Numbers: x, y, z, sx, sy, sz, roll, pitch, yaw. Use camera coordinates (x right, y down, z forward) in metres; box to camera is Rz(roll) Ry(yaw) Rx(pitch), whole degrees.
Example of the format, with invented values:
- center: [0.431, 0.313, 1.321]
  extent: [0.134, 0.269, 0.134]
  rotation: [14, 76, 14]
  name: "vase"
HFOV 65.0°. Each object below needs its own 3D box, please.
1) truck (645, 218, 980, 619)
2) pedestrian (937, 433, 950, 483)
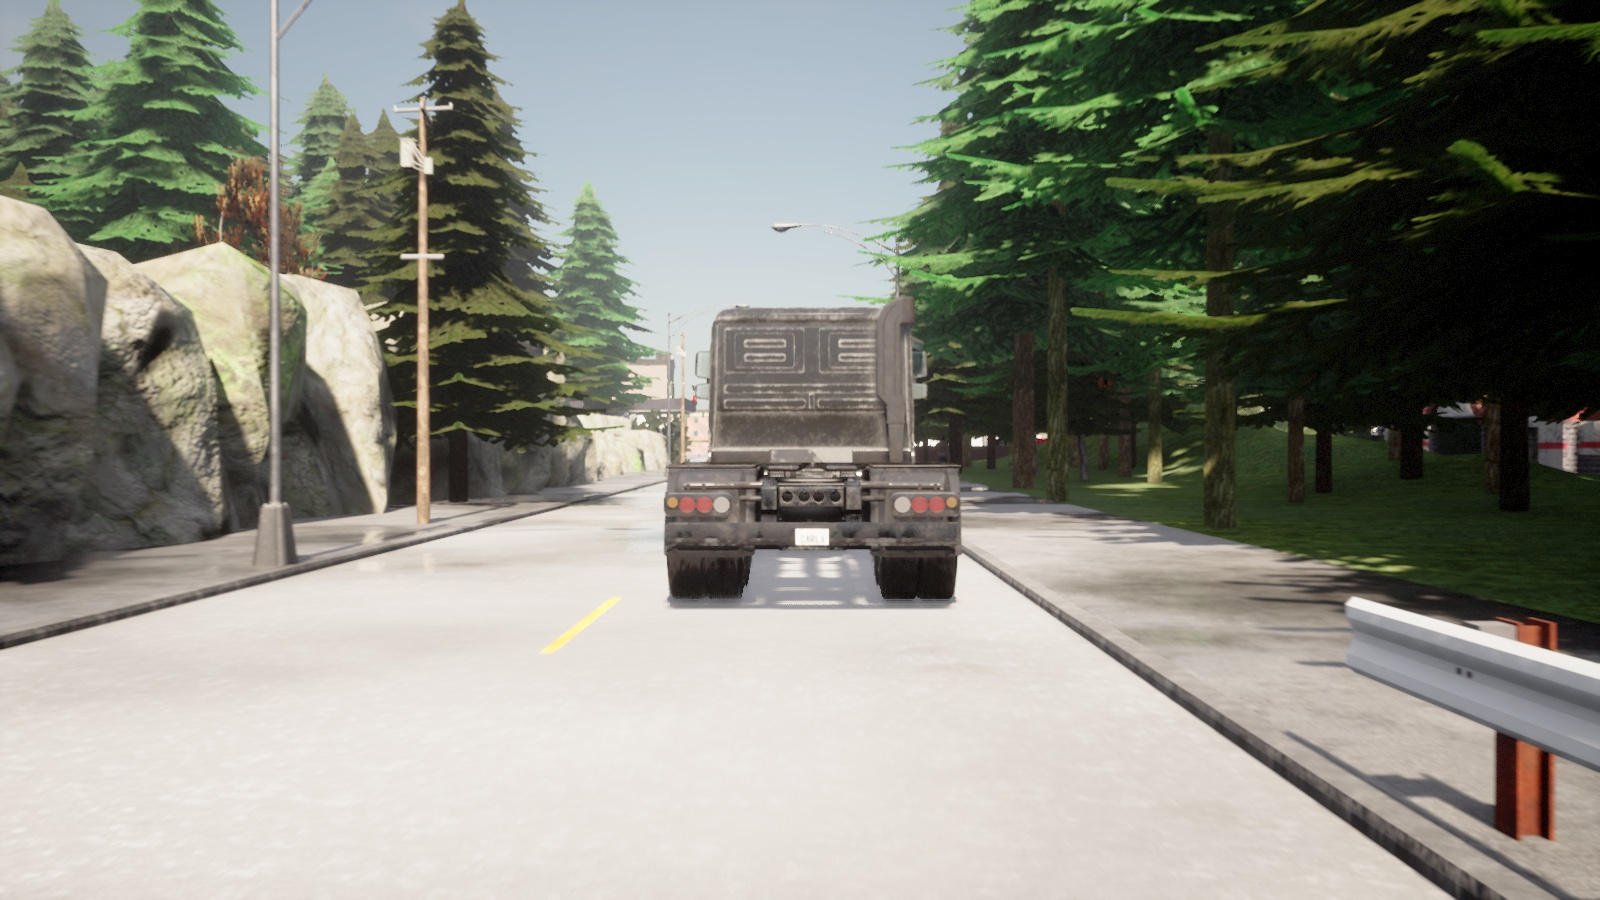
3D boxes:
- center: [0.135, -0.290, 14.818]
  extent: [2.891, 3.462, 7.936]
  rotation: [0, 0, 0]
  name: "truck"
- center: [5.300, 0.288, 46.496]
  extent: [0.328, 1.805, 0.869]
  rotation: [0, 0, -3]
  name: "pedestrian"
